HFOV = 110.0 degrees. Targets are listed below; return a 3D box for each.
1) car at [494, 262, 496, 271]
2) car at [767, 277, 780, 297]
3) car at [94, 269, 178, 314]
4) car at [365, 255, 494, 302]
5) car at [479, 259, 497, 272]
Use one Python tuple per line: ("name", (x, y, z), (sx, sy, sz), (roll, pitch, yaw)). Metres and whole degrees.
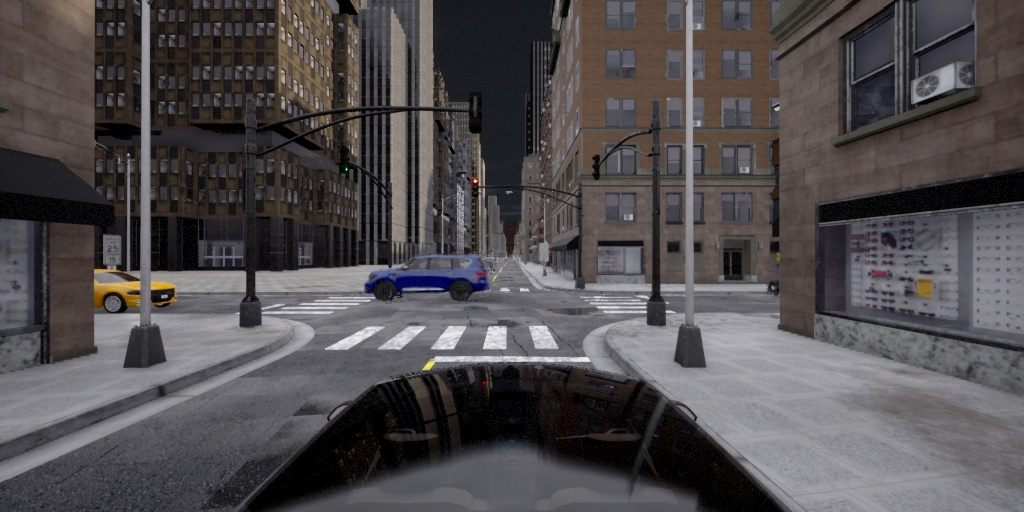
("car", (-3.171, 1.298, 38.087), (2.033, 1.411, 5.357), (0, 0, 0))
("car", (14.707, 1.226, 16.731), (5.008, 1.535, 1.882), (0, 0, -1))
("car", (-15.367, 1.232, 13.261), (5.008, 1.535, 1.882), (0, 0, 0))
("car", (-3.779, 0.974, 16.564), (5.566, 2.045, 2.150), (0, 0, -1))
("car", (-3.183, 1.242, 48.505), (2.128, 1.511, 4.902), (0, 0, 0))
